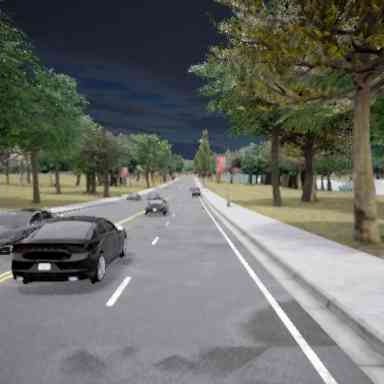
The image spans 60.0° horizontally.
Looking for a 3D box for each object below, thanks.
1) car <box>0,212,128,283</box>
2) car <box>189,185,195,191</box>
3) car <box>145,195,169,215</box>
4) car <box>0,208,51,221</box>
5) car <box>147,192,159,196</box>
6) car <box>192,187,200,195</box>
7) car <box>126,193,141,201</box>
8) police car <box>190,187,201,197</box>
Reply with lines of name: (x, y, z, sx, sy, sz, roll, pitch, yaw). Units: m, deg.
car: (-3.151, 1.429, 9.576, 1.882, 1.535, 5.008, 0, 0, 0)
car: (0.980, -0.235, 80.909, 2.150, 2.045, 5.566, 0, 2, 0)
car: (-3.149, 1.299, 30.456, 1.812, 1.442, 4.674, 0, 1, 0)
car: (-6.599, 1.434, 12.816, 1.837, 1.490, 4.892, 0, 0, 0)
car: (-6.544, 0.759, 56.276, 2.128, 1.511, 4.902, 0, 2, 0)
car: (0.979, -0.318, 86.847, 2.097, 1.767, 4.553, 0, 2, 0)
car: (-9.795, 0.835, 56.164, 1.994, 1.385, 4.181, 0, 2, 0)
police car: (0.979, 0.268, 71.003, 1.930, 1.638, 5.238, 0, 2, 0)
